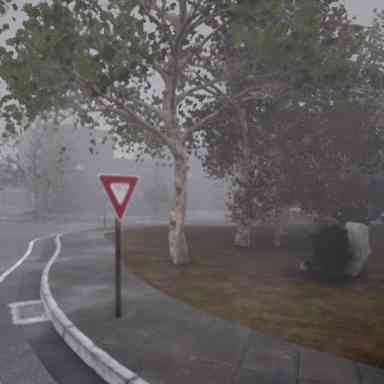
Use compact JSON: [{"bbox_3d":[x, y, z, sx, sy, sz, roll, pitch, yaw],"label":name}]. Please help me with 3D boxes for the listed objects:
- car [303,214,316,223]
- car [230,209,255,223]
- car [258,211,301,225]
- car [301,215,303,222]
[{"bbox_3d":[18.065,3.817,46.604,4.892,1.490,1.837,4,-3,-41],"label":"car"},{"bbox_3d":[7.158,2.796,41.146,5.566,2.045,2.150,5,-3,-41],"label":"car"},{"bbox_3d":[10.577,3.168,39.942,5.008,1.535,1.882,5,-4,-41],"label":"car"},{"bbox_3d":[14.794,3.588,47.935,4.553,1.767,2.097,4,-3,-41],"label":"car"}]
